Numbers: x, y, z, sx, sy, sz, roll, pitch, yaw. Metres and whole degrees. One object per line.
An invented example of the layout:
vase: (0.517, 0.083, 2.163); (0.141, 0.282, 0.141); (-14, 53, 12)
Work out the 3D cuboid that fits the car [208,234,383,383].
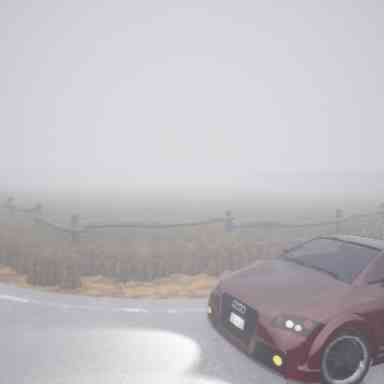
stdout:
car: (2.346, 1.381, 4.926); (4.181, 1.385, 1.994); (0, 3, -26)
